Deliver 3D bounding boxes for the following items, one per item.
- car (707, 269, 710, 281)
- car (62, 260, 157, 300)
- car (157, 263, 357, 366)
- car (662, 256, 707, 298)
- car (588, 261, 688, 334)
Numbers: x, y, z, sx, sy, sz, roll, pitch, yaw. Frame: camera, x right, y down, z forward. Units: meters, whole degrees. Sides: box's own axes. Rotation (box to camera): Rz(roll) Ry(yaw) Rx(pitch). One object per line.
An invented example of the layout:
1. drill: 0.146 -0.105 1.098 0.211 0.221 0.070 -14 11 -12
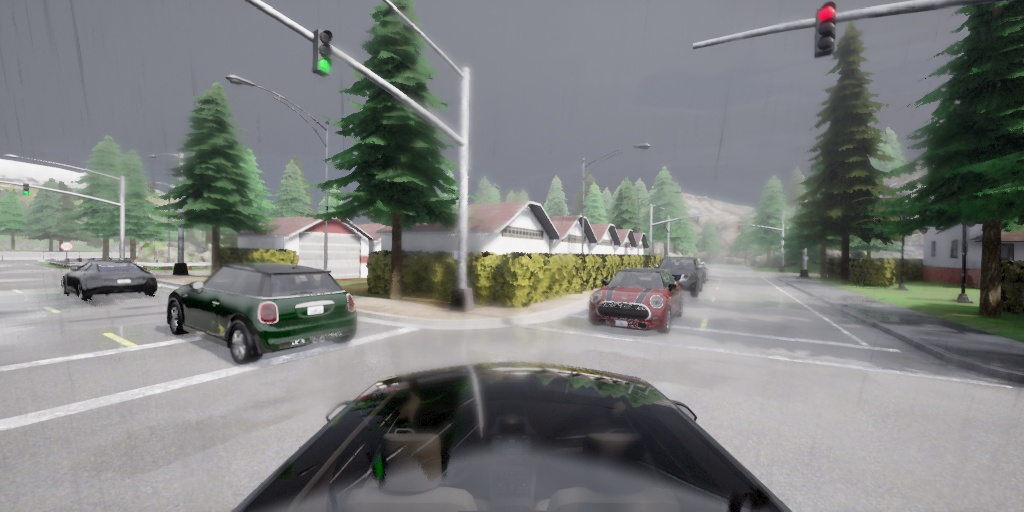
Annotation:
1. car: 14.640 1.338 28.787 1.837 1.490 4.892 1 1 31
2. car: -15.870 0.855 14.142 4.181 1.385 1.994 1 0 32
3. car: -5.546 0.921 7.899 4.553 1.767 2.097 4 2 31
4. car: 9.342 1.048 20.036 2.150 2.045 5.566 1 1 31
5. car: 4.033 1.172 11.280 2.097 1.767 4.553 1 1 31
